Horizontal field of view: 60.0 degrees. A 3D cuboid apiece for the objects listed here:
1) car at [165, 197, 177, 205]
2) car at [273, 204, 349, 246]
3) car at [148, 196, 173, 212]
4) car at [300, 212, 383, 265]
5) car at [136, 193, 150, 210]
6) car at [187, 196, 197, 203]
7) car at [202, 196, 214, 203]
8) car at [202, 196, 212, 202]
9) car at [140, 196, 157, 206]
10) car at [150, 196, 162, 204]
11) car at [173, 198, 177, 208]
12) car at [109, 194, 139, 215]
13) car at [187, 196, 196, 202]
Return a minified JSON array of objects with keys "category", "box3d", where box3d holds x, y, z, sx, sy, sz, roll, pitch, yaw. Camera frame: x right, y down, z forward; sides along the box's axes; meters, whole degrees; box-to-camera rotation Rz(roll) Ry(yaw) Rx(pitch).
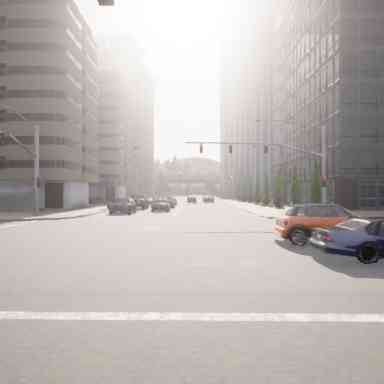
[{"category":"car","box3d":[-3.621,1.601,57.913,1.895,1.301,4.718,0,0,0]},{"category":"car","box3d":[5.912,1.301,14.379,4.553,1.767,2.097,0,0,0]},{"category":"car","box3d":[-3.628,1.505,38.940,1.837,1.490,4.892,0,0,0]},{"category":"car","box3d":[6.647,1.495,10.875,5.357,1.411,2.033,0,0,0]},{"category":"car","box3d":[-7.129,1.221,44.031,2.150,2.045,5.566,0,0,0]},{"category":"car","box3d":[-0.048,1.478,66.664,1.882,1.535,5.008,0,0,0]},{"category":"car","box3d":[3.452,1.505,67.500,1.837,1.490,4.892,0,0,0]},{"category":"car","box3d":[3.445,1.528,76.167,1.994,1.385,4.181,0,0,0]},{"category":"car","box3d":[-7.128,1.491,54.493,2.128,1.511,4.902,0,0,0]},{"category":"car","box3d":[-7.077,1.505,66.351,1.837,1.490,4.892,0,0,0]},{"category":"car","box3d":[-3.631,1.352,48.144,2.097,1.767,4.553,0,0,0]},{"category":"car","box3d":[-7.125,1.352,34.442,2.097,1.767,4.553,0,0,0]},{"category":"car","box3d":[-0.055,1.522,75.991,1.994,1.385,4.181,0,0,0]}]
